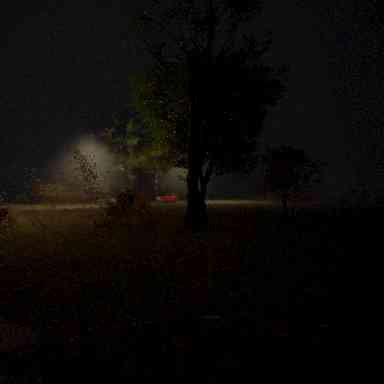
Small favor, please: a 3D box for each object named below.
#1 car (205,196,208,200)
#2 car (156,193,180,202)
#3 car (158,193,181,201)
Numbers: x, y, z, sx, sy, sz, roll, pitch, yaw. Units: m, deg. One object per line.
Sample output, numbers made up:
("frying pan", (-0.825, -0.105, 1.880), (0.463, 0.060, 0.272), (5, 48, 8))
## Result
("car", (1.691, 1.147, 71.187), (1.812, 1.442, 4.674), (-2, -1, 35))
("car", (-4.681, 1.091, 62.164), (2.097, 1.767, 4.553), (-2, -1, 36))
("car", (-4.545, 0.941, 68.476), (1.882, 1.535, 5.008), (-2, -1, 35))
